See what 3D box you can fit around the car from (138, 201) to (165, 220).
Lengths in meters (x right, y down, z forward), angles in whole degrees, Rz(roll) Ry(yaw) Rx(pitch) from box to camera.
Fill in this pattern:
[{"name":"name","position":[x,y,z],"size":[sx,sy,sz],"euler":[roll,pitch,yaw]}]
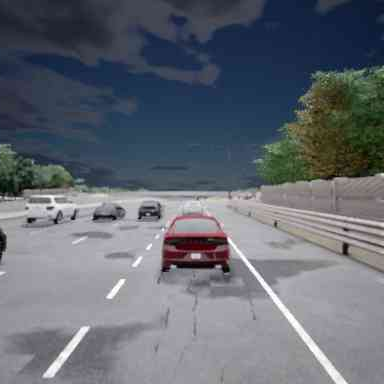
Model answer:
[{"name":"car","position":[-3.499,1.550,29.006],"size":[1.837,1.490,4.892],"euler":[0,0,0]}]

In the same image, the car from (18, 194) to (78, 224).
[{"name":"car","position":[-10.399,1.254,24.991],"size":[2.150,2.045,5.566],"euler":[0,0,0]}]

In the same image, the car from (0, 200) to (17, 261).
[{"name":"car","position":[-6.900,1.212,8.121],"size":[2.150,2.045,5.566],"euler":[0,0,0]}]

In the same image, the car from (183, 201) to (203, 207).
[{"name":"car","position":[0.088,1.582,32.988],"size":[1.812,1.442,4.674],"euler":[0,0,0]}]

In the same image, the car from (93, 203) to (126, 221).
[{"name":"car","position":[-6.899,1.606,28.062],"size":[1.994,1.385,4.181],"euler":[0,0,0]}]

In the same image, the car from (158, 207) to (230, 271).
[{"name":"car","position":[0.100,1.471,10.881],"size":[1.882,1.535,5.008],"euler":[0,0,0]}]
